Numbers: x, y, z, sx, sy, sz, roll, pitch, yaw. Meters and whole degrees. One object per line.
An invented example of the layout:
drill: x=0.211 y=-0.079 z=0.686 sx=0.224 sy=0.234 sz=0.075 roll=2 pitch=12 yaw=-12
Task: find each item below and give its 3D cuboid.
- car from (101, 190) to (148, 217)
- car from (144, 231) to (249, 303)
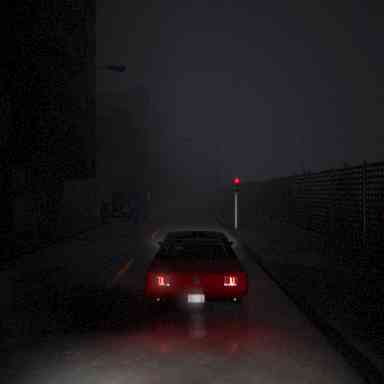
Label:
car: x=-4.000 y=0.840 z=20.612 sx=2.150 sy=2.045 sz=5.566 roll=0 pitch=0 yaw=0
car: x=0.089 y=1.601 z=8.123 sx=1.895 sy=1.301 sz=4.718 roll=0 pitch=0 yaw=0
